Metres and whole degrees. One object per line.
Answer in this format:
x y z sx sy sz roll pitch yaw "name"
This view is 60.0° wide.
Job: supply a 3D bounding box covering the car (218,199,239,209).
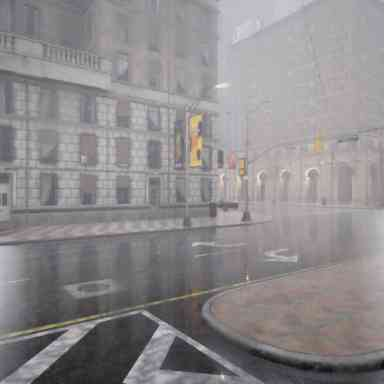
4.039 1.601 43.919 1.895 1.301 4.718 0 0 -36 "car"
